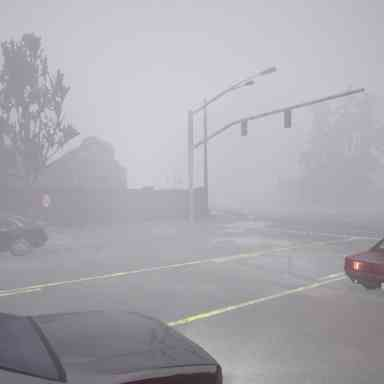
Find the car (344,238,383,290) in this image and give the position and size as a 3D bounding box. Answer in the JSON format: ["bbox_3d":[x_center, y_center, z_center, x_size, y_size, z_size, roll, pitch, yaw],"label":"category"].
[{"bbox_3d":[5.708,1.597,7.801,4.718,1.301,1.895,0,0,-35],"label":"car"}]

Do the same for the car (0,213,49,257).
[{"bbox_3d":[-7.595,1.507,11.460,4.892,1.490,1.837,1,0,-35],"label":"car"}]

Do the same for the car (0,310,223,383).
[{"bbox_3d":[-2.258,1.547,2.127,5.357,1.411,2.033,0,0,-36],"label":"car"}]
